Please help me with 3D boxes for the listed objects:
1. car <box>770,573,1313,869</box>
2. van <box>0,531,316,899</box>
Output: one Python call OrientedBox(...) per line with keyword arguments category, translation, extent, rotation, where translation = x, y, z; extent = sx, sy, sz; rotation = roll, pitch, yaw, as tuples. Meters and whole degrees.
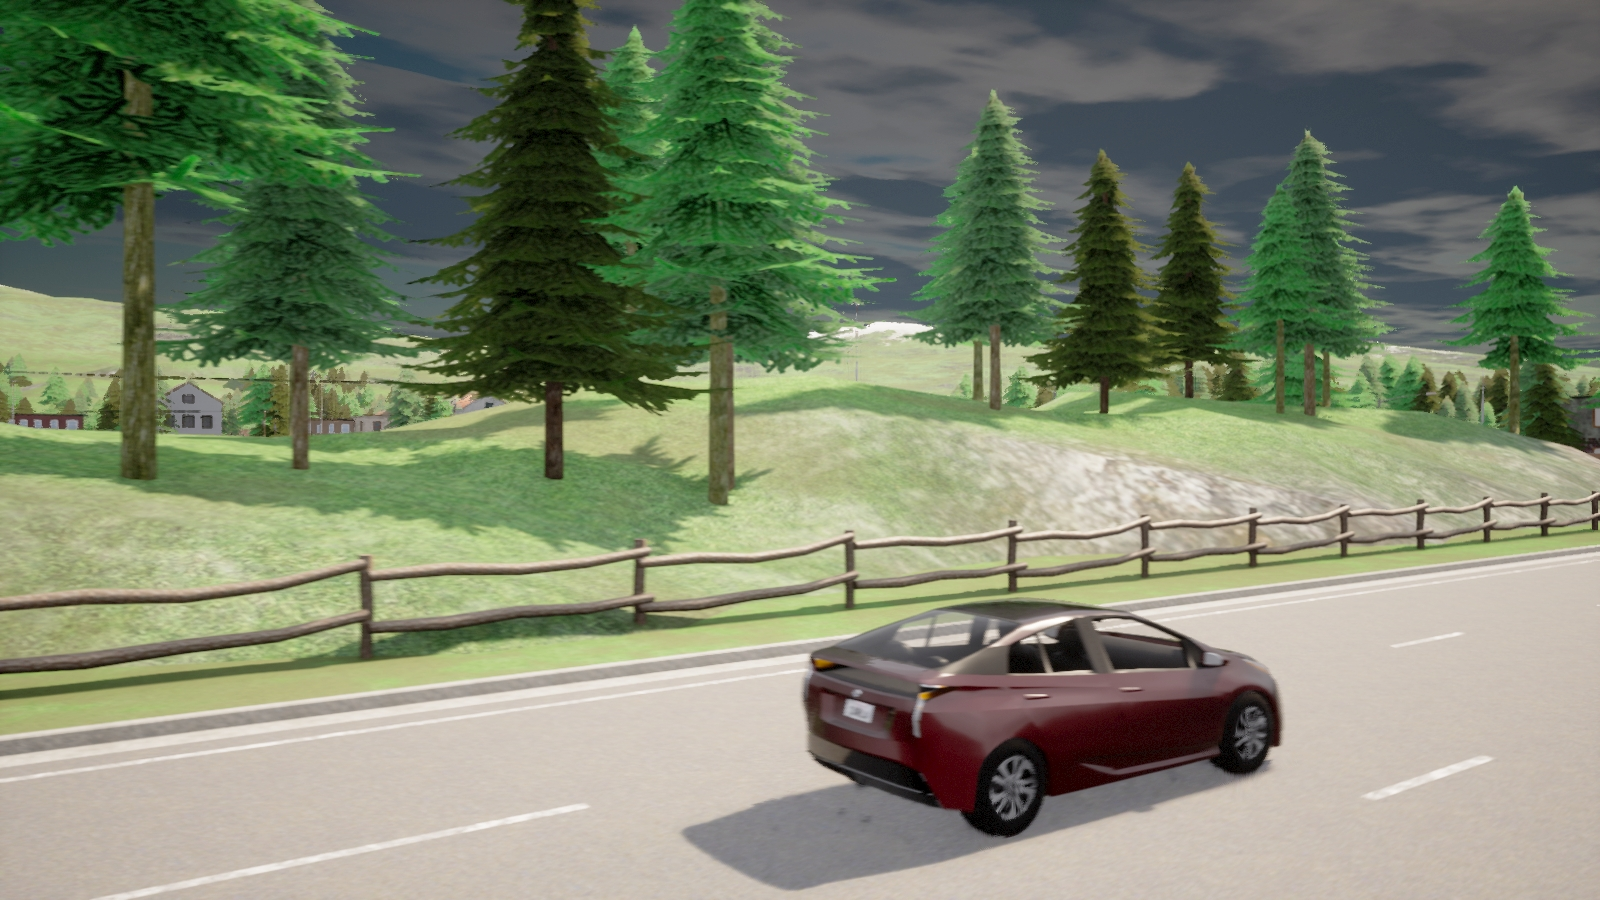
OrientedBox(category="car", translation=(2.176, 2.043, 9.764), extent=(4.514, 1.525, 2.007), rotation=(0, 0, -35))
OrientedBox(category="van", translation=(-3.822, 1.534, 1.066), extent=(5.915, 2.561, 1.988), rotation=(0, 0, -35))
